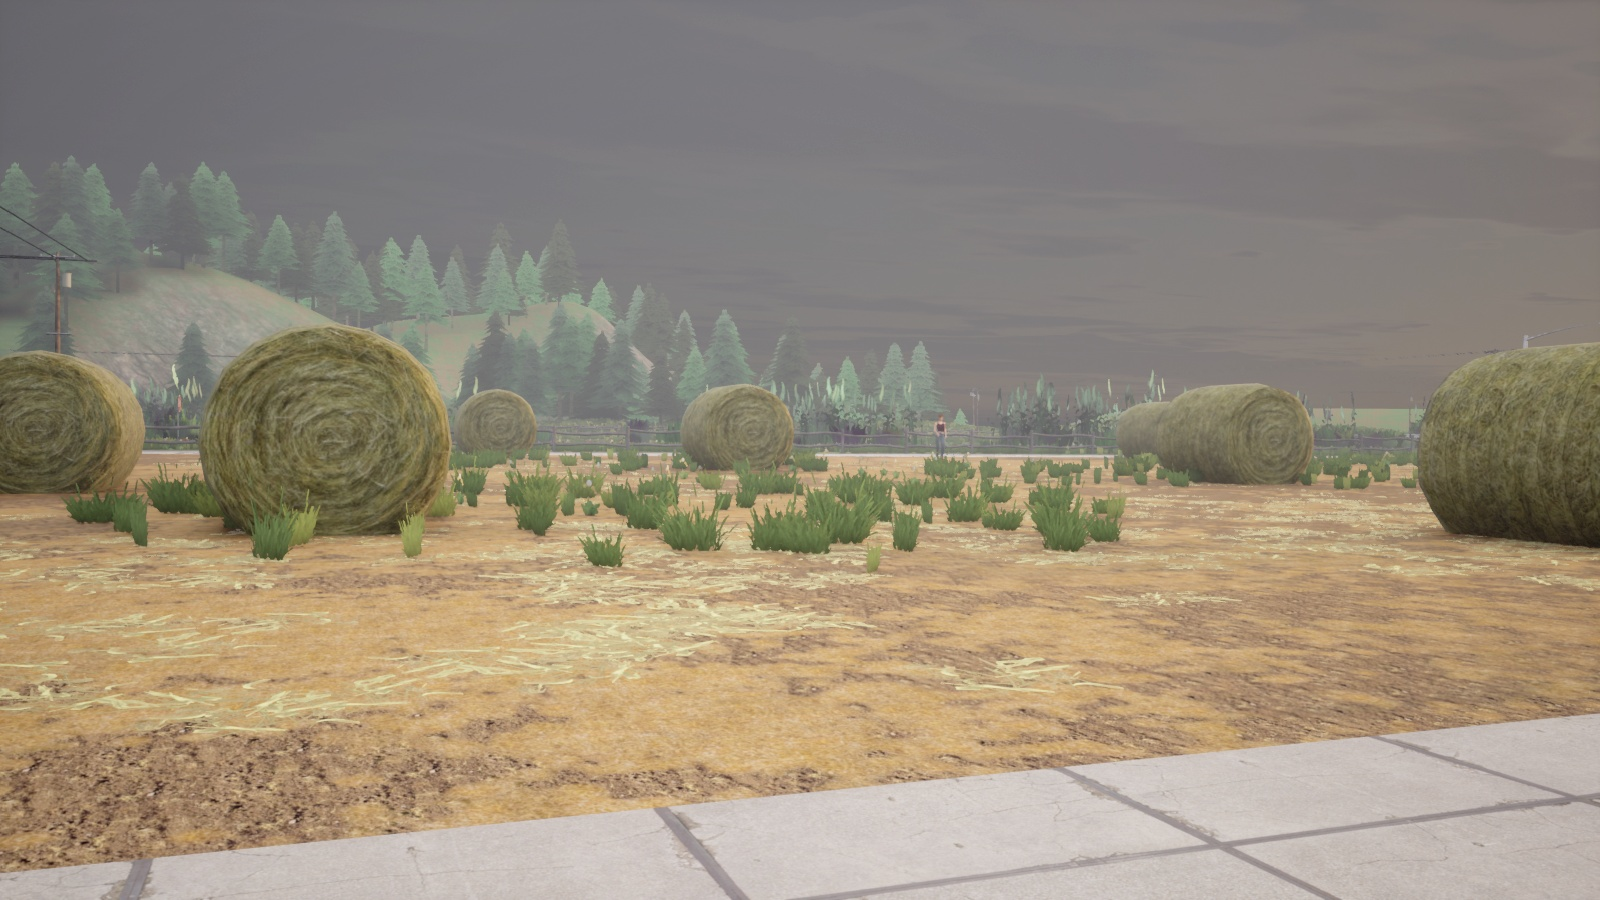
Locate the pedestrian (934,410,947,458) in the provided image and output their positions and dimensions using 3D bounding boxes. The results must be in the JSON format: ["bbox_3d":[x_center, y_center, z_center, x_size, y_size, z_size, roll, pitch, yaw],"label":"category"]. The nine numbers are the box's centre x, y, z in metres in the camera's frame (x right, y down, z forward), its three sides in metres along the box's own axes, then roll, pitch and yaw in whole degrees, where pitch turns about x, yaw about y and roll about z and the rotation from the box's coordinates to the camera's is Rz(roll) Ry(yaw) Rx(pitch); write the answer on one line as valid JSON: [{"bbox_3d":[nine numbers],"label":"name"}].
[{"bbox_3d":[5.338,-0.605,47.722,0.345,1.836,0.594,-1,1,-7],"label":"pedestrian"}]

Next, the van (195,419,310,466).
[{"bbox_3d":[-24.083,-0.362,55.378,4.442,1.987,1.775,-1,1,-17],"label":"van"}]
